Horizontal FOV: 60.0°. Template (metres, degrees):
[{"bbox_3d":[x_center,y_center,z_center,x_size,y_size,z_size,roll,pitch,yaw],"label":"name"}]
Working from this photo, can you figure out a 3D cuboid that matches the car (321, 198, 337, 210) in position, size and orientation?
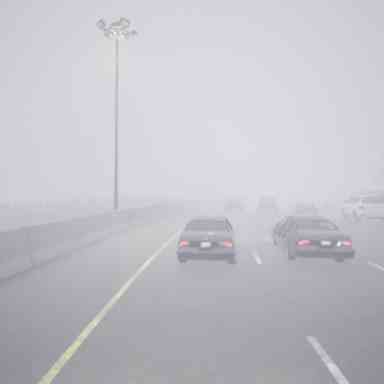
[{"bbox_3d":[17.635,1.493,43.380,1.812,1.442,4.674,0,0,18],"label":"car"}]

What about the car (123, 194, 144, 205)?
[{"bbox_3d":[-8.661,1.251,53.615,1.837,1.490,4.892,0,0,19],"label":"car"}]

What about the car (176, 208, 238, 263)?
[{"bbox_3d":[0.600,1.509,11.820,2.033,1.411,5.357,0,0,5],"label":"car"}]

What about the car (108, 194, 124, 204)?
[{"bbox_3d":[-11.878,1.071,55.021,2.097,1.767,4.553,0,0,19],"label":"car"}]

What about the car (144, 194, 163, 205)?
[{"bbox_3d":[-5.245,1.125,52.778,2.097,1.767,4.553,0,0,19],"label":"car"}]

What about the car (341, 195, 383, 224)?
[{"bbox_3d":[13.029,1.223,25.190,2.150,2.045,5.566,0,0,11],"label":"car"}]

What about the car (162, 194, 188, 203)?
[{"bbox_3d":[-2.184,1.349,50.980,2.033,1.411,5.357,0,0,19],"label":"car"}]

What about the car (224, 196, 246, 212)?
[{"bbox_3d":[4.882,1.252,37.168,2.097,1.767,4.553,1,0,14],"label":"car"}]

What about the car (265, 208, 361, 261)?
[{"bbox_3d":[4.141,1.532,12.222,2.033,1.411,5.357,0,0,5],"label":"car"}]

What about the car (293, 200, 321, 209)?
[{"bbox_3d":[10.746,1.562,31.839,1.895,1.301,4.718,0,0,13],"label":"car"}]

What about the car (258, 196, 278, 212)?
[{"bbox_3d":[8.502,1.277,37.162,2.097,1.767,4.553,1,0,15],"label":"car"}]
